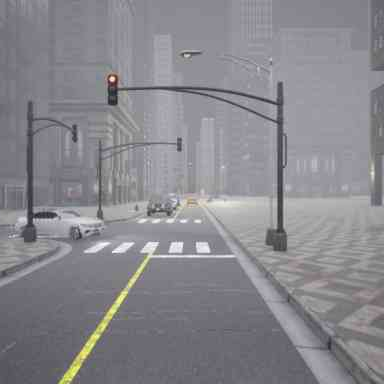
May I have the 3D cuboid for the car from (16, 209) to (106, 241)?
[{"bbox_3d":[-6.666,1.582,16.806,4.674,1.442,1.812,-2,0,18],"label":"car"}]

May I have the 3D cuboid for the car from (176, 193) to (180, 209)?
[{"bbox_3d":[-3.088,1.224,43.376,2.150,2.045,5.566,0,0,0],"label":"car"}]

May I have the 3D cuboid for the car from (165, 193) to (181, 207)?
[{"bbox_3d":[-3.058,1.231,54.093,2.150,2.045,5.566,0,0,0],"label":"car"}]

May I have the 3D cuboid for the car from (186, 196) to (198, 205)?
[{"bbox_3d":[0.012,1.489,57.607,1.882,1.535,5.008,0,0,0],"label":"car"}]

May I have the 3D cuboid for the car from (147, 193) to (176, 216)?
[{"bbox_3d":[-3.088,1.221,32.928,2.150,2.045,5.566,0,0,0],"label":"car"}]
